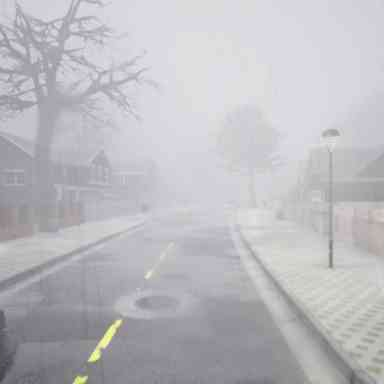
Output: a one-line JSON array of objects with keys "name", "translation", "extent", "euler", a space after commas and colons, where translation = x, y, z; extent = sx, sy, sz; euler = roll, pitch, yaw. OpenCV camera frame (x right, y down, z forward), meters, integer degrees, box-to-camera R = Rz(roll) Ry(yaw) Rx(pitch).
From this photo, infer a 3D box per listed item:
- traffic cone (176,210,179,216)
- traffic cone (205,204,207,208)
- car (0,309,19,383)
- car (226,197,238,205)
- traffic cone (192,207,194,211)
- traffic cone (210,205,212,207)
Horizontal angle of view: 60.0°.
[{"name": "traffic cone", "translation": [-1.464, 2.101, 33.297], "extent": [0.340, 0.580, 0.340], "euler": [0, 0, 8]}, {"name": "traffic cone", "translation": [2.174, 2.216, 53.168], "extent": [0.340, 0.580, 0.340], "euler": [0, 0, 13]}, {"name": "car", "translation": [-2.812, 1.547, 1.251], "extent": [2.033, 1.411, 5.357], "euler": [0, 0, 0]}, {"name": "car", "translation": [8.131, 1.871, 68.052], "extent": [1.837, 1.490, 4.892], "euler": [0, 0, 17]}, {"name": "traffic cone", "translation": [0.151, 2.154, 43.270], "extent": [0.340, 0.580, 0.340], "euler": [0, 0, 10]}, {"name": "traffic cone", "translation": [3.338, 2.249, 58.083], "extent": [0.340, 0.580, 0.340], "euler": [0, 0, 14]}]
